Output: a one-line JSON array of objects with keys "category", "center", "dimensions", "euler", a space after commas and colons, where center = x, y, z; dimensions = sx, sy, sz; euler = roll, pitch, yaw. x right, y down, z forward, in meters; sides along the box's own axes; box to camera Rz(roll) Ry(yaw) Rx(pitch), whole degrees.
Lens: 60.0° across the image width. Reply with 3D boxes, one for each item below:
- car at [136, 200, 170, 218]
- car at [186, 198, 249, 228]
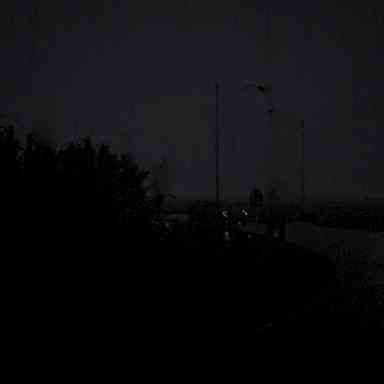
[{"category": "car", "center": [-4.028, 1.452, 29.487], "dimensions": [2.033, 1.411, 5.357], "euler": [0, 0, -36]}, {"category": "car", "center": [1.562, 1.288, 21.709], "dimensions": [2.097, 1.767, 4.553], "euler": [0, 0, -36]}]
